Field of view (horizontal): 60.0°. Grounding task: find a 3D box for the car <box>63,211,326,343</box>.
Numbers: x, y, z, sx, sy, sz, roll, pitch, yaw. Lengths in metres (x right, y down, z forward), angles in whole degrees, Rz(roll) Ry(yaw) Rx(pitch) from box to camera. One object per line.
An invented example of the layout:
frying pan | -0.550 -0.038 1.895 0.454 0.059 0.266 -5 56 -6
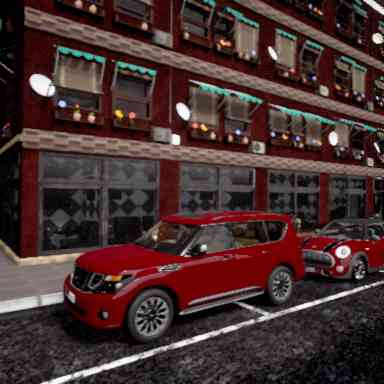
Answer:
car | 0.170 1.354 6.679 5.009 1.841 2.192 1 0 -36

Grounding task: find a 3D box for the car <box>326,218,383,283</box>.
car | 4.755 1.535 9.953 4.097 1.590 1.967 1 0 -36
